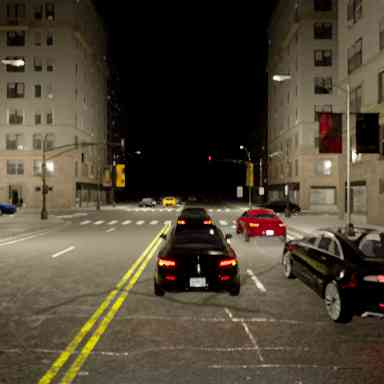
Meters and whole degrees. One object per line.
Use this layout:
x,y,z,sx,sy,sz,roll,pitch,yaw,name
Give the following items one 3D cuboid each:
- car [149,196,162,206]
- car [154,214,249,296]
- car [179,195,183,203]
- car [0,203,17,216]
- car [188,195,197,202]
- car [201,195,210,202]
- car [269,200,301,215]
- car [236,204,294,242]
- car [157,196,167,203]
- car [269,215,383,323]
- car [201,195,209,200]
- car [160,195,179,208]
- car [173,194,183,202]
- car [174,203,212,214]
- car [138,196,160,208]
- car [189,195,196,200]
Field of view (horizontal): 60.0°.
-6.496,1.561,59.549,1.837,1.490,4.892,0,0,0,car
0.108,1.533,8.552,1.812,1.442,4.674,0,0,0,car
-3.228,1.661,61.974,1.895,1.301,4.718,0,0,0,car
-19.415,1.483,31.748,5.008,1.535,1.882,0,0,0,car
0.111,1.663,78.641,1.895,1.301,4.718,0,0,0,car
3.360,1.607,78.189,2.033,1.411,5.357,0,0,0,car
8.776,1.584,34.133,4.674,1.442,1.812,1,0,-6,car
3.271,1.540,16.249,1.812,1.442,4.674,0,0,0,car
-6.400,1.591,71.554,1.812,1.442,4.674,0,0,0,car
3.347,1.497,7.155,2.128,1.511,4.902,0,0,1,car
3.374,1.498,88.609,1.994,1.385,4.181,0,0,0,car
-3.284,1.527,49.541,1.882,1.535,5.008,0,0,-1,car
-3.143,1.419,76.848,2.097,1.767,4.553,0,0,0,car
0.123,1.541,17.461,1.812,1.442,4.674,0,0,0,car
-6.500,1.596,49.251,2.033,1.411,5.357,0,0,4,car
0.124,1.498,88.614,1.994,1.385,4.181,0,0,0,car
